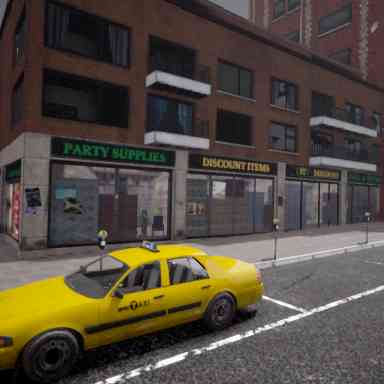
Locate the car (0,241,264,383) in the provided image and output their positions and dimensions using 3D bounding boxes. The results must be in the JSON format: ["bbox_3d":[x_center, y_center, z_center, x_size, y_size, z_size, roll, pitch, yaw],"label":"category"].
[{"bbox_3d":[-0.936,1.527,5.404,4.829,1.417,1.752,0,2,-35],"label":"car"}]
